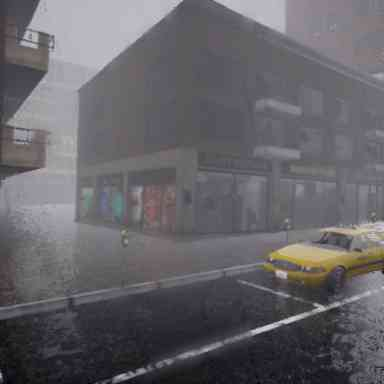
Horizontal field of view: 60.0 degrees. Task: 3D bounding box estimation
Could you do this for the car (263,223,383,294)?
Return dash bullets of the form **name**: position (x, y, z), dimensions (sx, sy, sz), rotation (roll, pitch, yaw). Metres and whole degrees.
- **car**: position (3.996, 1.555, 8.928), dimensions (4.829, 1.417, 1.752), rotation (0, 2, -35)
